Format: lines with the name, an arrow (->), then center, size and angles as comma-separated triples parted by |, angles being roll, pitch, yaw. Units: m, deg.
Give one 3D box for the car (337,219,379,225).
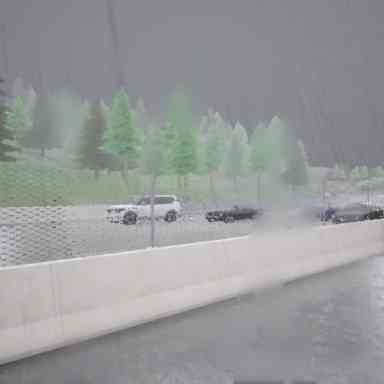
car -> 10.999, 1.507, 21.973 | 4.892, 1.490, 1.837 | 1, 0, -42
